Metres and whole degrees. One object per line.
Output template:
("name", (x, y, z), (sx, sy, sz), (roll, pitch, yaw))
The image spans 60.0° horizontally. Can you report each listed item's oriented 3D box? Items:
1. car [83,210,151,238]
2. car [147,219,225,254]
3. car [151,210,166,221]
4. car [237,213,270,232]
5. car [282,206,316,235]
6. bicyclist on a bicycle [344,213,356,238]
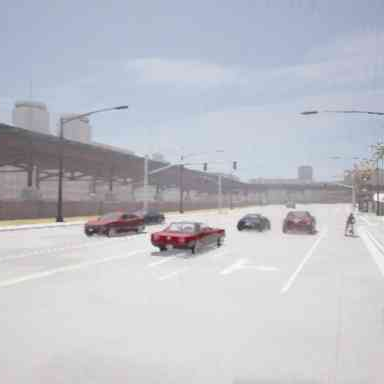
("car", (-5.012, 2.069, 22.066), (1.882, 1.535, 5.008), (0, -2, 24))
("car", (0.016, 2.073, 15.905), (1.895, 1.301, 4.718), (0, -2, 26))
("car", (-4.458, 2.427, 31.707), (2.033, 1.411, 5.357), (0, -2, 25))
("car", (5.036, 2.417, 26.896), (1.994, 1.385, 4.181), (0, -2, 24))
("car", (8.332, 2.211, 25.714), (2.097, 1.767, 4.553), (0, -2, 24))
("bicyclist on a bicycle", (10.774, 2.249, 22.564), (0.582, 1.620, 1.656), (0, -1, 12))
